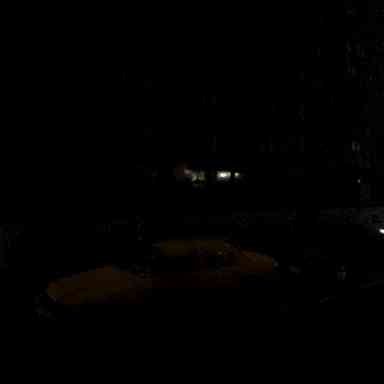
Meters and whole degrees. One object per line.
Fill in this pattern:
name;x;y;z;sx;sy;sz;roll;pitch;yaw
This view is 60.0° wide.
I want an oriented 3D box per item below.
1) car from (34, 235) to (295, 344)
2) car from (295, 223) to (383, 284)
car;-0.339;1.550;6.408;4.829;1.417;1.752;1;0;-36
car;4.419;1.635;9.806;4.313;1.339;1.947;1;0;-36
